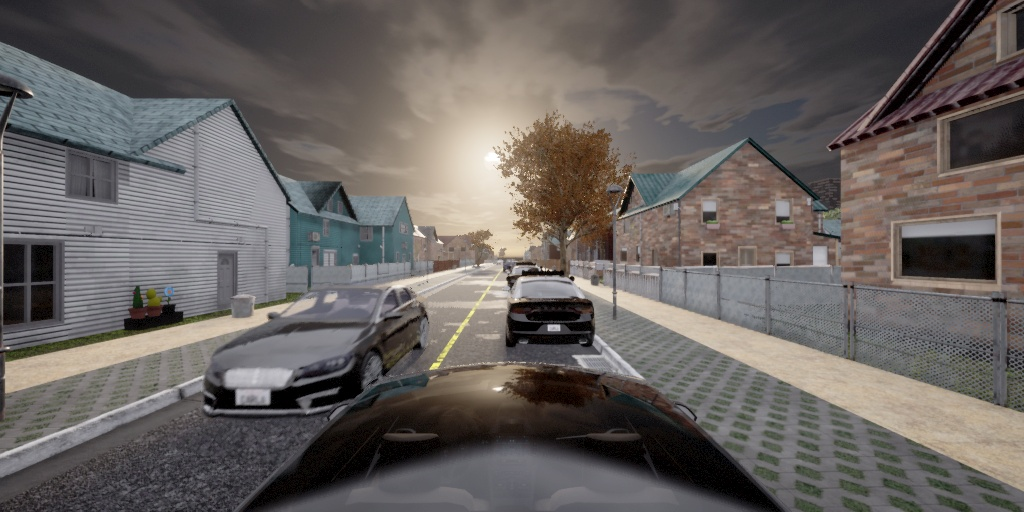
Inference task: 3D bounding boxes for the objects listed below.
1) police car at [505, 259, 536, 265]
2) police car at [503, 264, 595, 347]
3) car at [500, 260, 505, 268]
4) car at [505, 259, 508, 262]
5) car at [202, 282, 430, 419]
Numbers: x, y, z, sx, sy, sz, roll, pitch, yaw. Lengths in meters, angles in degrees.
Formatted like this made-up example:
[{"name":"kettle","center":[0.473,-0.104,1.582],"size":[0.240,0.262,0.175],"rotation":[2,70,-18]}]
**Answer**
[{"name":"police car","center":[0.757,1.184,19.476],"size":[1.930,1.638,5.238],"rotation":[0,0,0]},{"name":"police car","center":[0.796,1.178,9.476],"size":[1.930,1.638,5.238],"rotation":[0,0,0]},{"name":"car","center":[-0.141,1.214,49.072],"size":[2.097,1.767,4.553],"rotation":[0,0,0]},{"name":"car","center":[0.733,1.113,25.336],"size":[2.097,1.767,4.553],"rotation":[0,0,0]},{"name":"car","center":[-2.766,1.243,6.272],"size":[2.128,1.511,4.902],"rotation":[0,0,0]}]
